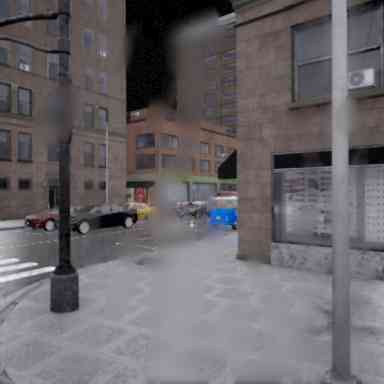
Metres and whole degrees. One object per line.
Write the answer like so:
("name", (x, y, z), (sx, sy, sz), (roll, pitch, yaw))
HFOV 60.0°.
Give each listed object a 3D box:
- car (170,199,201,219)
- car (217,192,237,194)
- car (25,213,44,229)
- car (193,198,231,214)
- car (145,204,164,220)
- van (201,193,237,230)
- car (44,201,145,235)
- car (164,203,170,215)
("car", (0.656, 1.320, 26.699), (1.812, 1.442, 4.674), (0, 0, 36))
("car", (3.677, 0.992, 25.398), (2.150, 2.045, 5.566), (0, 0, 36))
("car", (-7.639, 1.452, 19.973), (1.887, 1.381, 4.507), (0, 1, 36))
("car", (2.054, 1.332, 33.299), (1.802, 1.307, 4.206), (0, 1, 36))
("car", (-4.508, 1.382, 24.277), (1.752, 1.417, 4.829), (0, 1, 36))
("van", (2.506, 1.151, 19.414), (1.690, 1.788, 3.998), (0, 1, 36))
("car", (-5.241, 1.368, 18.608), (1.882, 1.535, 5.008), (0, 0, 35))
("car", (-1.177, 1.384, 28.858), (1.802, 1.307, 4.206), (0, 1, 36))
